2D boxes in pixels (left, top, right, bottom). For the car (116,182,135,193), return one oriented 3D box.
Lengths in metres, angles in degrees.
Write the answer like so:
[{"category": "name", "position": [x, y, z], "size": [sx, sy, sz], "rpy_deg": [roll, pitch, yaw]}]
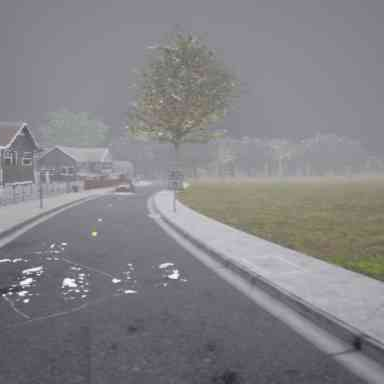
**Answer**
[{"category": "car", "position": [-8.924, -0.646, 44.840], "size": [1.994, 1.385, 4.181], "rpy_deg": [0, 3, 1]}]
